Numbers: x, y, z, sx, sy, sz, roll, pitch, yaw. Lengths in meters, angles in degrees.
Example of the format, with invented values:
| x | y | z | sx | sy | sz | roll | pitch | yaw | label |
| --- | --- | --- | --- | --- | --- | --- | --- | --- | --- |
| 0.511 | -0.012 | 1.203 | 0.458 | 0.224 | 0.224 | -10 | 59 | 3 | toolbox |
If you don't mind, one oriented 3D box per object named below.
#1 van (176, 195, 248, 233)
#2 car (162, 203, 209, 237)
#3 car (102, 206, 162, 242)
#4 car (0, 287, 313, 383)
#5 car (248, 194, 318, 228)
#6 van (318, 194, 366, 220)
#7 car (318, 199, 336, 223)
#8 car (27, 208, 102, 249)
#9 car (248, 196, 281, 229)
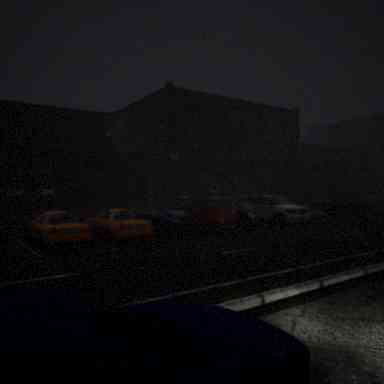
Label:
| x | y | z | sx | sy | sz | roll | pitch | yaw | label |
| --- | --- | --- | --- | --- | --- | --- | --- | --- | --- |
| 0.845 | 1.244 | 19.438 | 1.878 | 1.987 | 4.442 | 0 | 0 | -36 | van |
| -1.464 | 1.516 | 17.925 | 2.002 | 1.452 | 4.674 | 0 | 0 | -36 | car |
| -3.814 | 1.478 | 16.472 | 1.946 | 1.575 | 5.366 | 0 | 0 | -36 | car |
| -1.206 | 1.478 | 2.271 | 5.008 | 1.535 | 1.882 | 0 | 0 | -35 | car |
| 5.278 | 1.201 | 22.722 | 2.435 | 2.045 | 5.566 | 0 | 0 | -36 | car |
| 11.922 | 1.188 | 27.659 | 1.878 | 1.987 | 4.442 | 0 | 0 | -36 | van |
| 7.522 | 1.471 | 24.328 | 2.163 | 1.488 | 4.792 | 0 | 0 | -36 | car |
| -6.058 | 1.481 | 14.865 | 1.946 | 1.575 | 5.366 | 0 | 0 | -36 | car |
| 3.001 | 1.336 | 21.164 | 2.185 | 1.767 | 4.553 | 0 | 0 | -36 | car |
